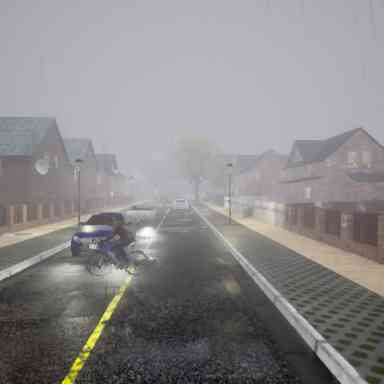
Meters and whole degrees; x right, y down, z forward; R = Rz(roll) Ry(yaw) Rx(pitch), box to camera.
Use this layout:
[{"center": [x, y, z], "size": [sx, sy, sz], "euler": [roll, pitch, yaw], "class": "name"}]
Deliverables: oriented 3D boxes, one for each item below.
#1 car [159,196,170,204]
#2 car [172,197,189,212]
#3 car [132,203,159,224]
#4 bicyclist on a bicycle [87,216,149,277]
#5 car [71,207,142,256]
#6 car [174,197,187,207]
[{"center": [-5.074, 1.471, 61.056], "size": [1.812, 1.442, 4.674], "euler": [0, 0, -2], "class": "car"}, {"center": [-1.299, 1.504, 38.655], "size": [1.812, 1.442, 4.674], "euler": [0, 0, -2], "class": "car"}, {"center": [-3.710, 1.596, 24.539], "size": [1.895, 1.301, 4.718], "euler": [0, 0, -2], "class": "car"}, {"center": [-1.972, 1.450, 8.791], "size": [1.656, 1.620, 0.582], "euler": [-2, 0, -2], "class": "bicyclist on a bicycle"}, {"center": [-3.293, 1.525, 13.242], "size": [1.812, 1.442, 4.674], "euler": [0, 0, -2], "class": "car"}, {"center": [-1.745, 1.487, 50.294], "size": [1.812, 1.442, 4.674], "euler": [0, 0, -2], "class": "car"}]
